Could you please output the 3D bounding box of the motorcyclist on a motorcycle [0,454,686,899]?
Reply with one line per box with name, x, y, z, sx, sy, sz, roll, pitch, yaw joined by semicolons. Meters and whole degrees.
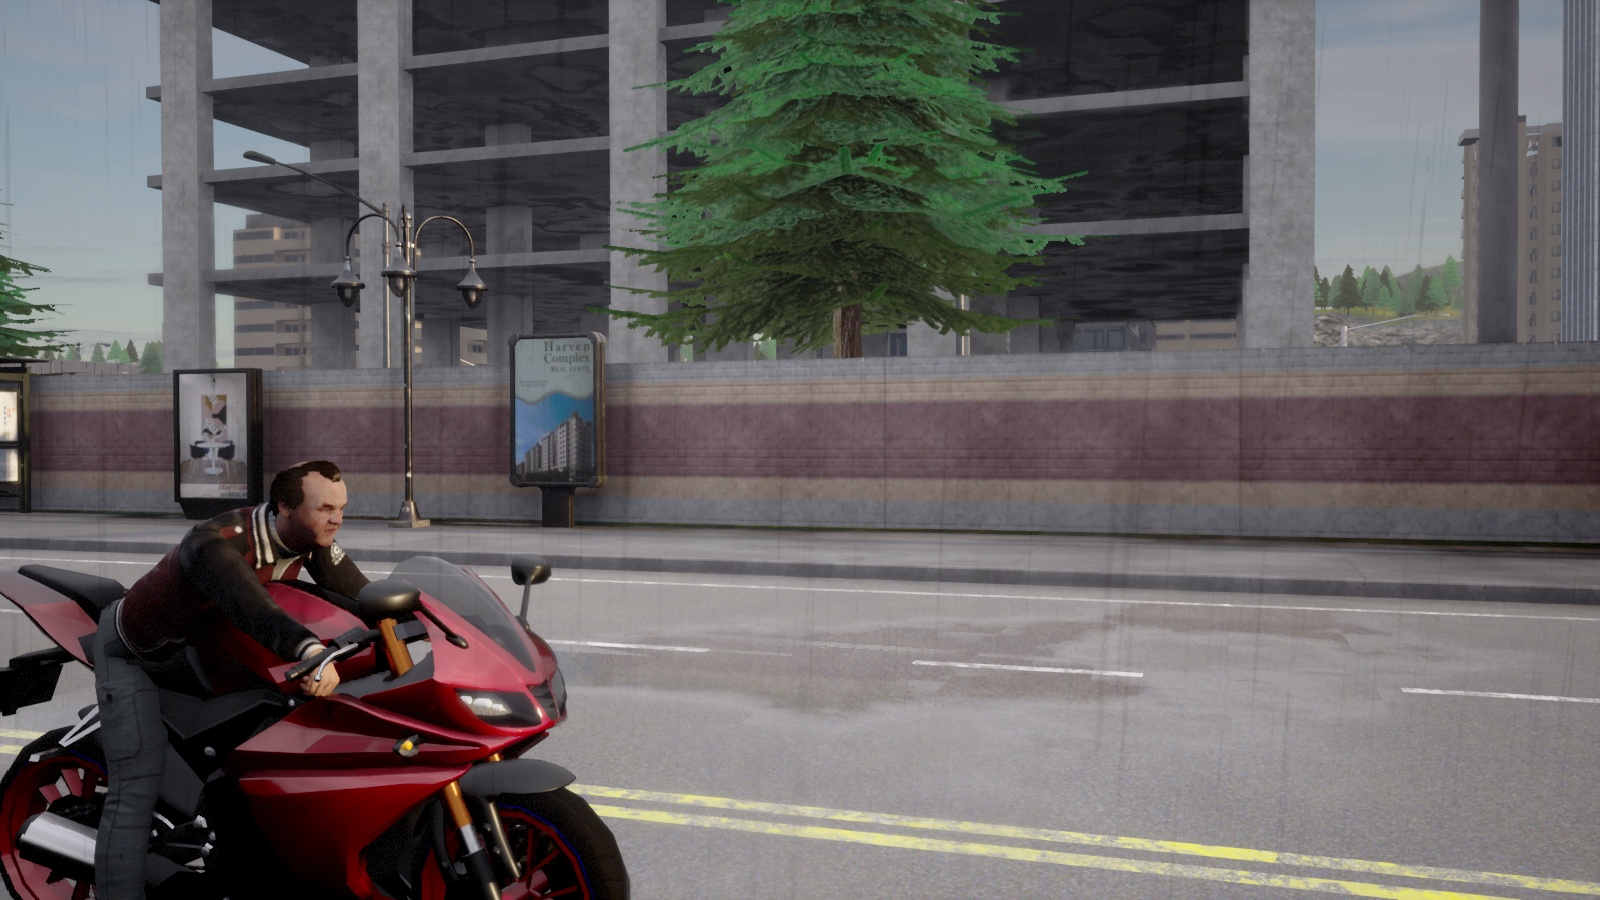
motorcyclist on a motorcycle;-1.520;0.797;3.704;2.191;1.530;0.866;1;1;19
